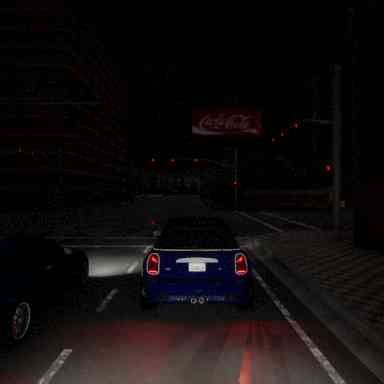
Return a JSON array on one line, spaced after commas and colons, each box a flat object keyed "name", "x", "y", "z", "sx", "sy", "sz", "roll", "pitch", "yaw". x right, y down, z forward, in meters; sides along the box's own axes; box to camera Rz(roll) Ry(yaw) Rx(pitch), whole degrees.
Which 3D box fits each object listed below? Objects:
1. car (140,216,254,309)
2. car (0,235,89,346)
[{"name": "car", "x": 0.089, "y": 1.352, "z": 8.018, "sx": 2.097, "sy": 1.767, "sz": 4.553, "roll": 0, "pitch": 0, "yaw": 0}, {"name": "car", "x": -3.418, "y": 1.526, "z": 6.224, "sx": 1.812, "sy": 1.442, "sz": 4.674, "roll": 0, "pitch": 0, "yaw": 0}]
